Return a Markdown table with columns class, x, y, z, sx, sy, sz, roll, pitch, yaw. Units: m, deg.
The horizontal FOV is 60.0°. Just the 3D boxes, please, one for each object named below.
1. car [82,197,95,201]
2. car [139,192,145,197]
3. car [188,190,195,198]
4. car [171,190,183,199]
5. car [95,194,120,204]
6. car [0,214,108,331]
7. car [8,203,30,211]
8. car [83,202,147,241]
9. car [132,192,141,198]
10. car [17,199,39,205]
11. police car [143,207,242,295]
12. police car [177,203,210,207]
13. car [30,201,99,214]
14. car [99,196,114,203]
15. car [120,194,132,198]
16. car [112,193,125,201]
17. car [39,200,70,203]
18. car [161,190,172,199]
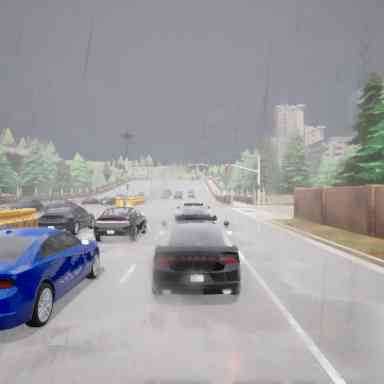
| class | x | y | z | sx | sy | sz | roll | pitch | yaw |
| --- | --- | --- | --- | --- | --- | --- | --- | --- | --- |
| car | -17.603 | 1.564 | 57.602 | 1.994 | 1.385 | 4.181 | 0 | 0 | 0 |
| car | -14.173 | 0.613 | 92.798 | 1.882 | 1.535 | 5.008 | 0 | 4 | 0 |
| car | -0.164 | 0.931 | 91.320 | 1.895 | 1.301 | 4.718 | 0 | 4 | 0 |
| car | -3.645 | 0.903 | 88.111 | 2.097 | 1.767 | 4.553 | 0 | 3 | 0 |
| car | -14.108 | 1.493 | 55.897 | 2.128 | 1.511 | 4.902 | 0 | 0 | 0 |
| car | -3.404 | 1.478 | 7.022 | 1.882 | 1.535 | 5.008 | 0 | 0 | 0 |
| car | -6.905 | 1.352 | 9.566 | 2.097 | 1.767 | 4.553 | 0 | 0 | 0 |
| car | -3.417 | 1.492 | 16.528 | 2.128 | 1.511 | 4.902 | 0 | 0 | 1 |
| car | -14.085 | 1.469 | 78.067 | 2.128 | 1.511 | 4.902 | 0 | 1 | 0 |
| car | -17.617 | 1.505 | 35.543 | 1.837 | 1.490 | 4.892 | 0 | 0 | 0 |
| police car | 0.096 | 1.425 | 8.868 | 1.930 | 1.638 | 5.238 | 0 | 0 | 0 |
| police car | 0.090 | 1.425 | 18.771 | 1.930 | 1.638 | 5.238 | 0 | 0 | 0 |
| car | -6.909 | 1.505 | 18.730 | 1.837 | 1.490 | 4.892 | 0 | 0 | 0 |
| car | -17.534 | 1.595 | 68.578 | 1.895 | 1.301 | 4.718 | 0 | 0 | 0 |
| car | -14.037 | 1.564 | 67.818 | 1.994 | 1.385 | 4.181 | 0 | 0 | 0 |
| car | -17.595 | 1.253 | 79.654 | 2.097 | 1.767 | 4.553 | 0 | 1 | 0 |
| car | -14.117 | 1.547 | 36.020 | 2.033 | 1.411 | 5.357 | 0 | 0 | 0 |
| car | -7.147 | 1.071 | 88.534 | 1.994 | 1.385 | 4.181 | 0 | 4 | 0 |
